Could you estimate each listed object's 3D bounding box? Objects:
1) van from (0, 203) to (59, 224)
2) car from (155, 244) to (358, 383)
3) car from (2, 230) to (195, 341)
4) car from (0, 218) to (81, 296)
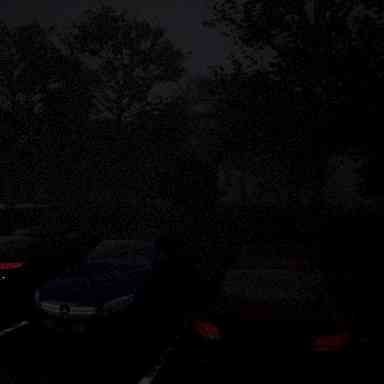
[{"bbox_3d":[-6.056,1.349,10.154,1.878,1.987,4.442,0,-1,14],"label":"van"},{"bbox_3d":[1.246,1.543,5.187,2.002,1.452,4.674,0,-1,15],"label":"car"},{"bbox_3d":[-1.175,1.568,6.869,2.002,1.452,4.674,0,0,15],"label":"car"},{"bbox_3d":[-3.587,1.592,8.574,2.002,1.452,4.674,0,-1,14],"label":"car"}]
